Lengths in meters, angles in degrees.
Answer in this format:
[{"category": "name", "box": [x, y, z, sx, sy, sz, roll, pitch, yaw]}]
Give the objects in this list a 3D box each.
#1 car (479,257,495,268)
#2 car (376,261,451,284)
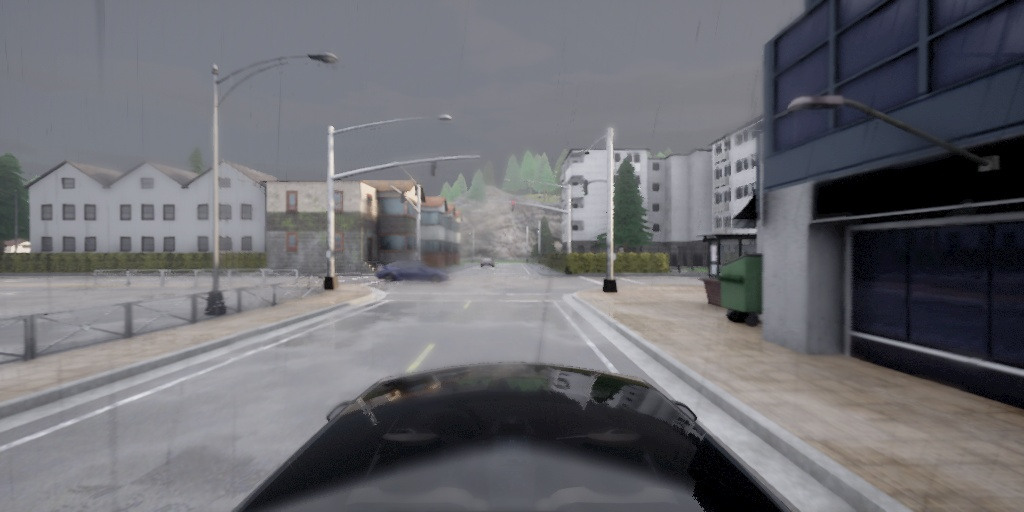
[{"category": "car", "box": [-3.570, 0.941, 52.018, 1.812, 1.442, 4.674, 0, 0, 0]}, {"category": "car", "box": [-6.259, 1.048, 22.952, 4.674, 1.442, 1.812, 2, 0, 0]}]
